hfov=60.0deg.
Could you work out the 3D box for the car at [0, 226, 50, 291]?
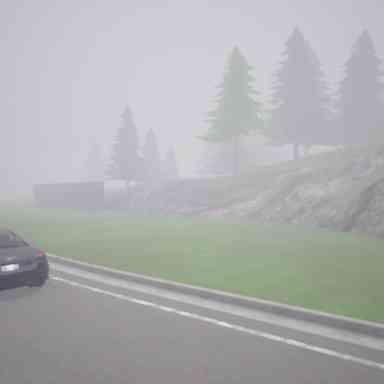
[{"bbox_3d":[-5.296,1.535,8.183,4.181,1.385,1.994,0,0,40],"label":"car"}]
